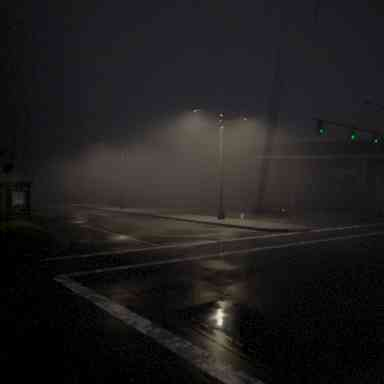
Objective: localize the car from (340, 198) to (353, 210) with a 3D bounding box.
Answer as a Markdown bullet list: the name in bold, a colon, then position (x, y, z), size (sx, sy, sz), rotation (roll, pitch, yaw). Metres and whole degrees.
- **car**: position (18.131, 1.468, 42.039), size (1.970, 1.475, 3.806), rotation (0, 0, -35)

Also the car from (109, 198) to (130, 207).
- **car**: position (-11.125, 1.571, 50.712), size (1.994, 1.385, 4.181), rotation (0, 0, -35)

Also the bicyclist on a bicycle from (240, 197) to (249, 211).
- **bicyclist on a bicycle**: position (6.289, 1.439, 39.750), size (1.656, 1.620, 0.582), rotation (-6, -7, -37)

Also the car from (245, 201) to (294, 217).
- **car**: position (6.974, 1.571, 31.207), size (1.994, 1.385, 4.181), rotation (0, 0, -35)

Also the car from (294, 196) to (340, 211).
- **car**: position (13.868, 1.305, 38.113), size (2.242, 1.667, 4.611), rotation (0, 0, -35)
